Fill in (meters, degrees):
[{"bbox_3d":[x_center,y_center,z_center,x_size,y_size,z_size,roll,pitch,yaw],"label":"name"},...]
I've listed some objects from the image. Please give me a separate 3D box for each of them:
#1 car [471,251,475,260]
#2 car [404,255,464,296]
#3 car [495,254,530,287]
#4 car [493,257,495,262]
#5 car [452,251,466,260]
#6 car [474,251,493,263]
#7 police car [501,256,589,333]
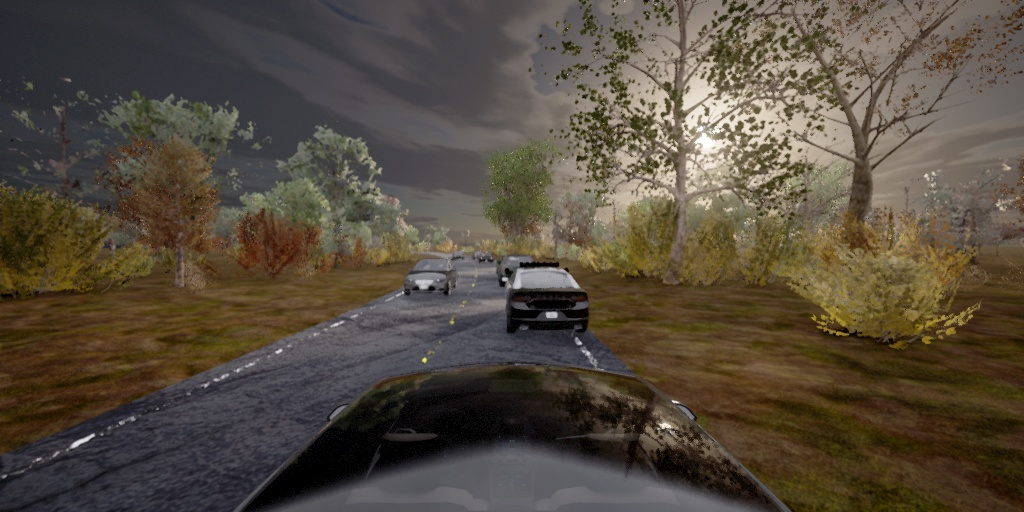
[{"bbox_3d":[-5.656,-0.096,59.219,2.033,1.411,5.357,0,1,-11],"label":"car"},{"bbox_3d":[-3.576,0.887,16.402,2.128,1.511,4.902,0,1,-3],"label":"car"},{"bbox_3d":[0.269,0.657,20.027,2.097,1.767,4.553,0,1,-4],"label":"car"},{"bbox_3d":[-0.184,0.665,26.089,1.837,1.490,4.892,0,1,-5],"label":"car"},{"bbox_3d":[-8.606,-0.097,57.608,1.837,1.490,4.892,0,1,-10],"label":"car"},{"bbox_3d":[-3.546,0.254,46.984,1.895,1.301,4.718,0,1,-9],"label":"car"},{"bbox_3d":[0.753,0.971,10.104,1.930,1.638,5.238,0,1,-2],"label":"police car"}]
